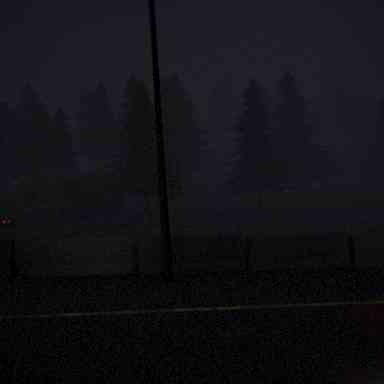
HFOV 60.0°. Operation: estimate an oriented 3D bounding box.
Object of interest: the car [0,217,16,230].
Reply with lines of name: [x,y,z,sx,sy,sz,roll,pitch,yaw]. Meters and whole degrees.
car: [-16.227,2.308,24.848,5.357,1.411,2.033,-1,-1,-5]
